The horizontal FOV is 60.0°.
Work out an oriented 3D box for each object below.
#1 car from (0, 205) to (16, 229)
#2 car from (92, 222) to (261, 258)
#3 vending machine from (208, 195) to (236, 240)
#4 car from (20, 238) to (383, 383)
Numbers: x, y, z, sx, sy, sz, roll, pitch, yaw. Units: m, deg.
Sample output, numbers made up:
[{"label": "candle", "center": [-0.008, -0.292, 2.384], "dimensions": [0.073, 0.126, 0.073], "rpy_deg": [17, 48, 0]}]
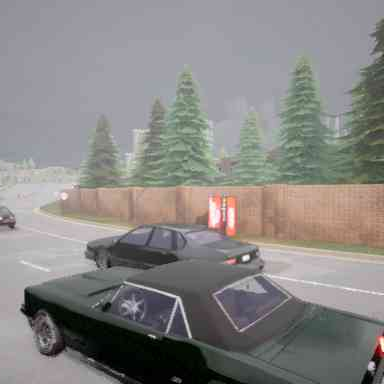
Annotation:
[{"label": "car", "center": [-12.532, 1.548, 20.957], "dimensions": [2.033, 1.411, 5.357], "rpy_deg": [0, 0, -39]}, {"label": "car", "center": [-0.721, 1.547, 9.135], "dimensions": [5.357, 1.411, 2.033], "rpy_deg": [0, 0, 39]}, {"label": "vending machine", "center": [1.481, 1.195, 16.321], "dimensions": [0.880, 2.100, 1.100], "rpy_deg": [0, 0, 42]}, {"label": "car", "center": [-0.255, 1.600, 4.304], "dimensions": [4.718, 1.301, 1.895], "rpy_deg": [0, 0, 37]}]
